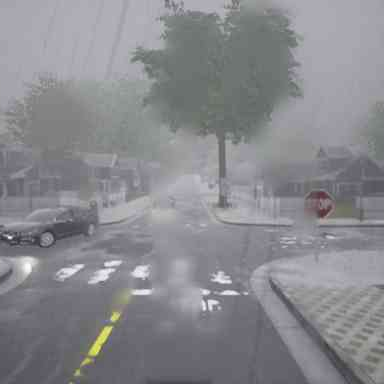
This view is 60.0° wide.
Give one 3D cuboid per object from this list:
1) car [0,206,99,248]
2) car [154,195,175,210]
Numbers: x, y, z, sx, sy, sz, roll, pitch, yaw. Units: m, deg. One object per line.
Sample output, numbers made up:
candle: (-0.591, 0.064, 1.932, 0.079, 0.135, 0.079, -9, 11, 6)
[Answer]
car: (-6.071, 1.411, 14.761, 1.837, 1.490, 4.892, 1, 2, 18)
car: (-2.742, 1.043, 34.009, 1.994, 1.385, 4.181, 0, 2, 0)
